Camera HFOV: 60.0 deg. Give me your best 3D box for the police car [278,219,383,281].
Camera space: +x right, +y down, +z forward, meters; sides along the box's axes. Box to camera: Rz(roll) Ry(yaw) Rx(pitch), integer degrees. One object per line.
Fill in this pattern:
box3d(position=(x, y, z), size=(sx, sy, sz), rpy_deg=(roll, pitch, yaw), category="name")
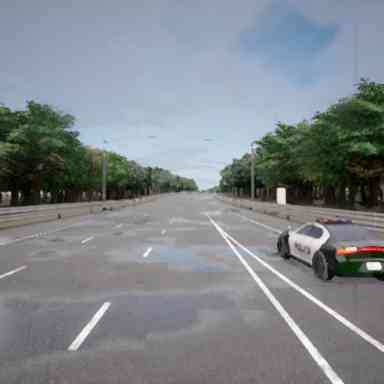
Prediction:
box3d(position=(4.221, 1.618, 10.393), size=(2.038, 1.542, 4.974), rpy_deg=(0, -1, -4), category="police car")
